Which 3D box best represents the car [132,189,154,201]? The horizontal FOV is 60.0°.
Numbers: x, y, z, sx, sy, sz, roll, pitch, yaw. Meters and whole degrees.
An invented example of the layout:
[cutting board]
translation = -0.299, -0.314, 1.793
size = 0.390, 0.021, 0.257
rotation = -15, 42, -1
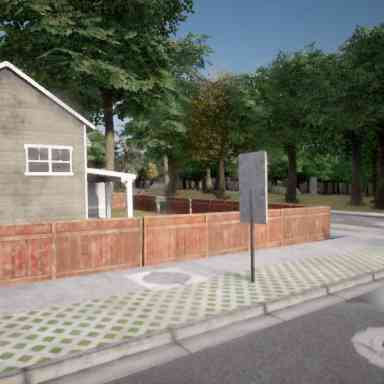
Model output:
[car]
translation = -7.001, 0.453, 46.328
size = 2.097, 1.767, 4.553
rotation = -2, 3, -35
